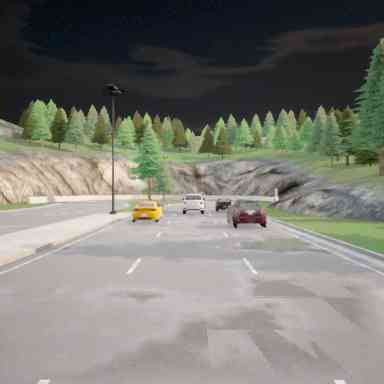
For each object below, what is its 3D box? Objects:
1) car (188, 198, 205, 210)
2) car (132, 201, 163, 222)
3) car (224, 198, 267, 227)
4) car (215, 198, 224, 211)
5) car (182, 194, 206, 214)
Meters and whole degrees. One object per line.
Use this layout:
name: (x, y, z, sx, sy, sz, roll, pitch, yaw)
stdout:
car: (0.667, 1.564, 44.588, 1.994, 1.385, 4.181, 0, 0, 6)
car: (-3.391, 1.477, 26.003, 1.882, 1.535, 5.008, 0, 0, 0)
car: (3.608, 1.352, 22.640, 2.097, 1.767, 4.553, 0, 0, 0)
car: (3.793, 1.477, 39.848, 1.882, 1.535, 5.008, 0, 0, 2)
car: (0.153, 1.221, 35.242, 2.150, 2.045, 5.566, 0, 0, 0)
